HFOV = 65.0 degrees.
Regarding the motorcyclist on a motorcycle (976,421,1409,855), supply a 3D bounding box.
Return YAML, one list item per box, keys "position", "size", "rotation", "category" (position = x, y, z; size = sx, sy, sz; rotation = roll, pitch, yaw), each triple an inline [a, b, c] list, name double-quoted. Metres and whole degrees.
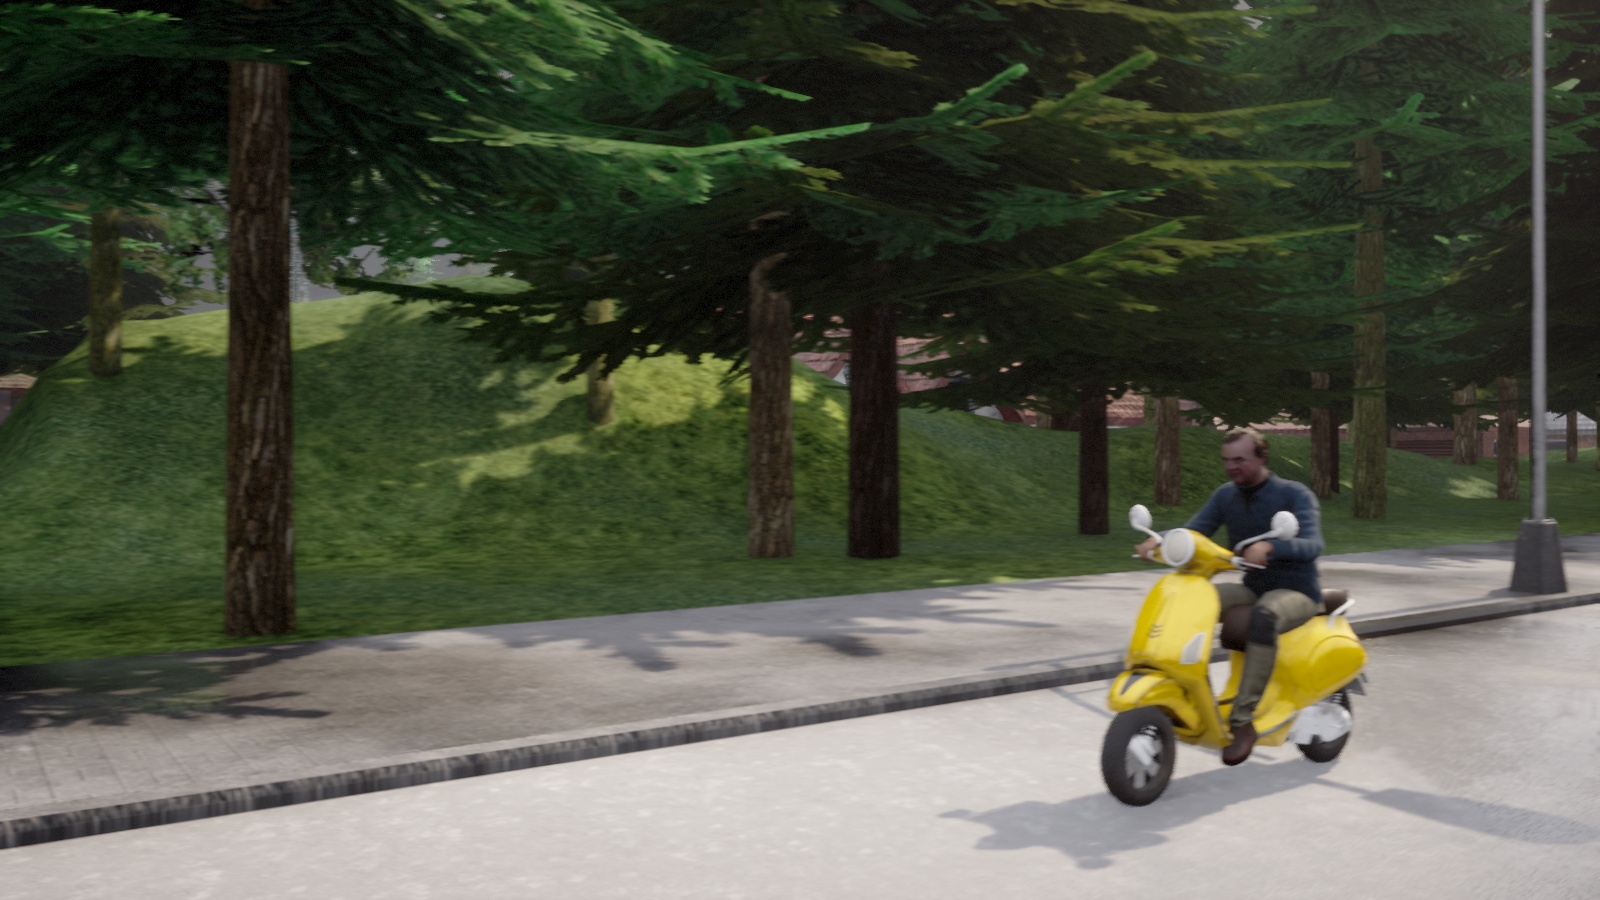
- position: [1.743, 0.690, 5.480]
  size: [1.817, 1.590, 0.866]
  rotation: [0, 0, -35]
  category: "motorcyclist on a motorcycle"
